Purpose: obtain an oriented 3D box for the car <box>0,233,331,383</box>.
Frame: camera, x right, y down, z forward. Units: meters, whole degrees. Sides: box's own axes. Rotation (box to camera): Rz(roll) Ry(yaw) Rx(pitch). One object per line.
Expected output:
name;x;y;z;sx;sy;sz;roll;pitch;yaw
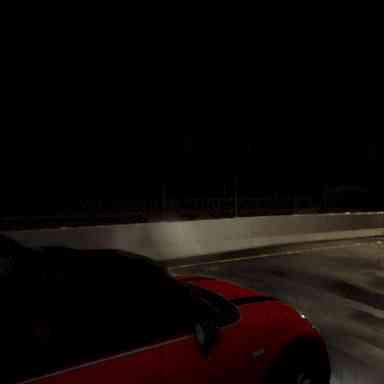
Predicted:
car;-0.798;1.341;3.008;4.553;1.767;2.097;0;0;-35
